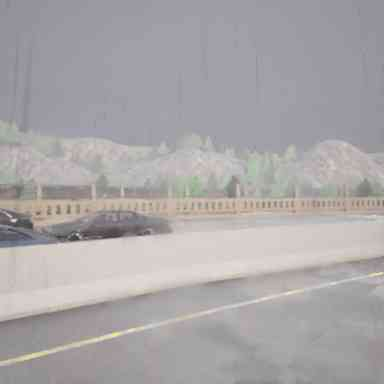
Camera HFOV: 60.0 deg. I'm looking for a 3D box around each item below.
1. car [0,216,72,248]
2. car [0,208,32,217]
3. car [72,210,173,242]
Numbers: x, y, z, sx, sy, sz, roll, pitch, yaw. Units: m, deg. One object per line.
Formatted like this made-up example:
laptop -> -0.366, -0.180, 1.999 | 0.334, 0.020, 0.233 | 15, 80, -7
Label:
car -> -5.539, 1.513, 8.453 | 4.181, 1.385, 1.994 | 0, 0, -35
car -> -9.459, 1.419, 14.241 | 4.892, 1.490, 1.837 | 0, 0, -35
car -> -3.480, 1.477, 14.087 | 5.357, 1.411, 2.033 | 0, 0, -32
